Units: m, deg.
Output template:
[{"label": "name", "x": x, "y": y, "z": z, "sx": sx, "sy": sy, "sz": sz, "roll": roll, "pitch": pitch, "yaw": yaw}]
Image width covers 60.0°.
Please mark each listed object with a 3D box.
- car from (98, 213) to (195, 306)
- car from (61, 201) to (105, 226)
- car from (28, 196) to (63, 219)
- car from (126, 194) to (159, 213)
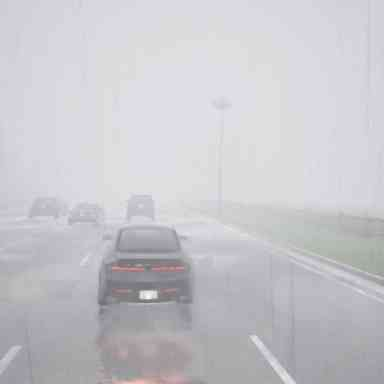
[{"label": "car", "x": -1.113, "y": 1.503, "z": 8.061, "sx": 1.837, "sy": 1.490, "sz": 4.892, "roll": 2, "pitch": 0, "yaw": -9}, {"label": "car", "x": -6.931, "y": 1.421, "z": 22.208, "sx": 2.033, "sy": 1.411, "sz": 5.357, "roll": 2, "pitch": 0, "yaw": -9}, {"label": "car", "x": -11.087, "y": 1.112, "z": 26.075, "sx": 2.097, "sy": 1.767, "sz": 4.553, "roll": 2, "pitch": 0, "yaw": -9}, {"label": "car", "x": -4.144, "y": 1.200, "z": 26.982, "sx": 2.150, "sy": 2.045, "sz": 5.566, "roll": 2, "pitch": 0, "yaw": -9}]
